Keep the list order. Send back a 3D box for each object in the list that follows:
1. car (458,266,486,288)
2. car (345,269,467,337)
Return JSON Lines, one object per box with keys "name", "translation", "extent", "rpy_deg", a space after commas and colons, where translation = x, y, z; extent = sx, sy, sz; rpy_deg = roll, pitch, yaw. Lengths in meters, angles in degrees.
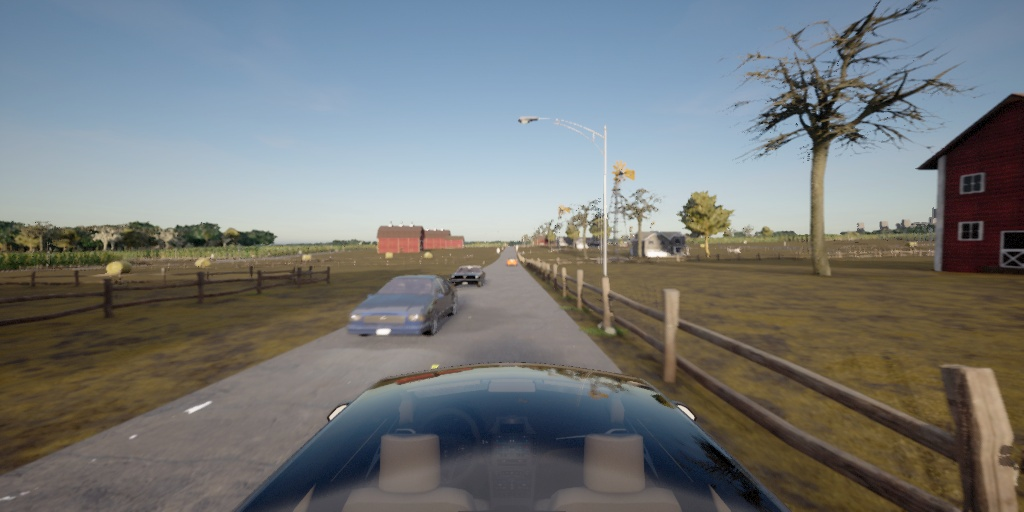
{"name": "car", "translation": [-2.787, 1.312, 23.559], "extent": [1.895, 1.301, 4.718], "rpy_deg": [0, 0, 0]}
{"name": "car", "translation": [-2.795, 1.271, 10.506], "extent": [2.033, 1.411, 5.357], "rpy_deg": [0, 0, 1]}
